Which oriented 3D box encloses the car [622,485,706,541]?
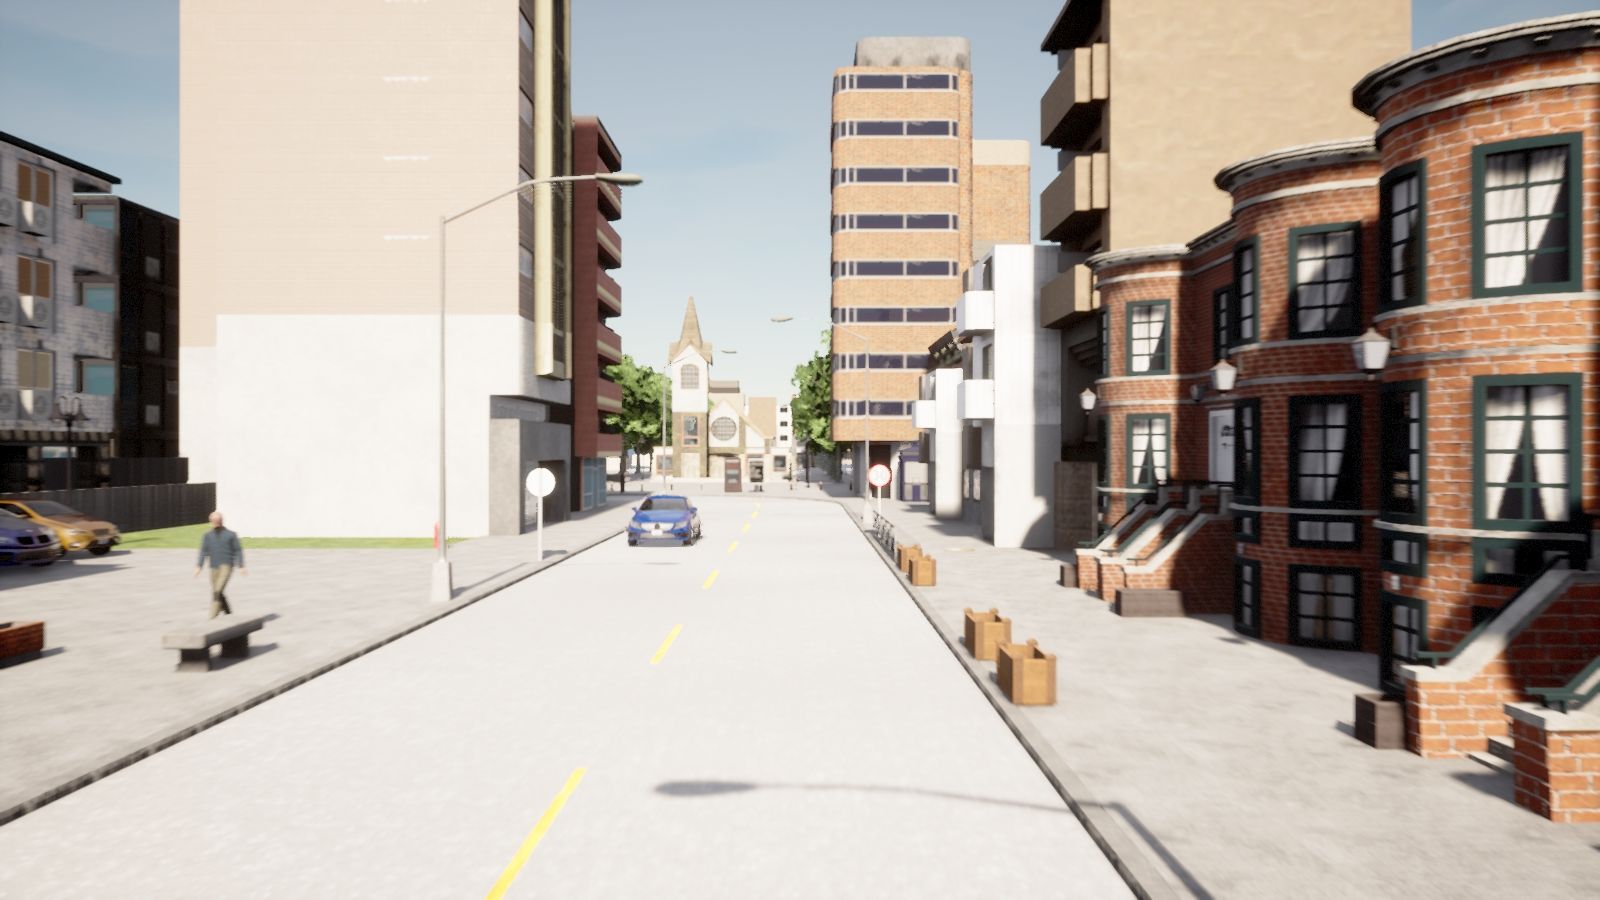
[{"bbox_3d":[-4.043,1.861,34.620,2.002,1.442,4.674,0,0,0],"label":"car"}]

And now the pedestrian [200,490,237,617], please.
[{"bbox_3d":[-8.633,1.525,16.975,0.375,1.860,0.375,0,0,-3],"label":"pedestrian"}]
